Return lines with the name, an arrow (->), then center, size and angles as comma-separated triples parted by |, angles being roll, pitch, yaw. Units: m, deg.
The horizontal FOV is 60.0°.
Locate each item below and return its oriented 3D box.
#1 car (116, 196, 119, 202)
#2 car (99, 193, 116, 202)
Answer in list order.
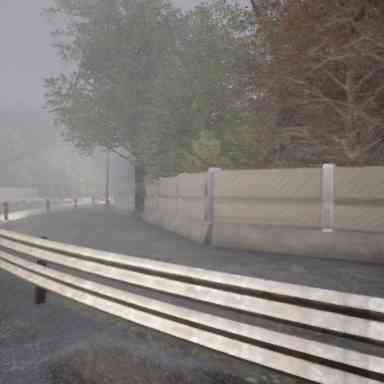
car -> -20.225, 1.865, 87.031 | 2.128, 1.511, 4.902 | 1, -1, -3
car -> -19.748, 1.332, 76.379 | 2.150, 2.045, 5.566 | 1, -1, -3
